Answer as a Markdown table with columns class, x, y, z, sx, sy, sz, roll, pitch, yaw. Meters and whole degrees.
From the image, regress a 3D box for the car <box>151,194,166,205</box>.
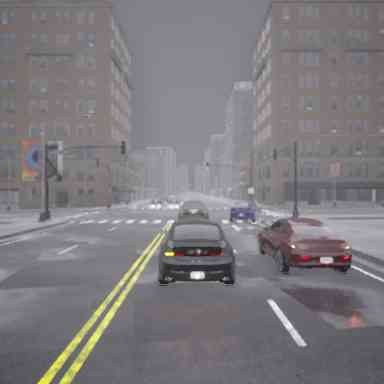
| class | x | y | z | sx | sy | sz | roll | pitch | yaw |
| --- | --- | --- | --- | --- | --- | --- | --- | --- | --- |
| car | -6.563 | 1.570 | 62.343 | 2.128 | 1.511 | 4.902 | 0 | 0 | 1 |

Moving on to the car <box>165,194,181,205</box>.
| class | x | y | z | sx | sy | sz | roll | pitch | yaw |
| --- | --- | --- | --- | --- | --- | --- | --- | --- | --- |
| car | -3.314 | 1.570 | 62.340 | 2.128 | 1.511 | 4.902 | 0 | 0 | 1 |

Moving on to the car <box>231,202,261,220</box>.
| class | x | y | z | sx | sy | sz | roll | pitch | yaw |
| --- | --- | --- | --- | --- | --- | --- | --- | --- | --- |
| car | 4.426 | 1.516 | 26.903 | 1.882 | 1.535 | 5.008 | -1 | 0 | 19 |

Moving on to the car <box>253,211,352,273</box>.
| class | x | y | z | sx | sy | sz | roll | pitch | yaw |
| --- | --- | --- | --- | --- | --- | --- | --- | --- | --- |
| car | 3.355 | 1.543 | 10.592 | 1.812 | 1.442 | 4.674 | 0 | 0 | 0 |

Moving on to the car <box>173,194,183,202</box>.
| class | x | y | z | sx | sy | sz | roll | pitch | yaw |
| --- | --- | --- | --- | --- | --- | --- | --- | --- | --- |
| car | -3.267 | 1.444 | 77.314 | 2.097 | 1.767 | 4.553 | 0 | 0 | 0 |

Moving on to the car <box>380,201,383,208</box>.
| class | x | y | z | sx | sy | sz | roll | pitch | yaw |
| --- | --- | --- | --- | --- | --- | --- | --- | --- | --- |
| car | 25.588 | 1.251 | 40.801 | 4.674 | 1.442 | 1.812 | -1 | 0 | 0 |

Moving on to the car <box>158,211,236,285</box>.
| class | x | y | z | sx | sy | sz | roll | pitch | yaw |
| --- | --- | --- | --- | --- | --- | --- | --- | --- | --- |
| car | 0.103 | 1.521 | 9.526 | 1.837 | 1.490 | 4.892 | 0 | 0 | 0 |

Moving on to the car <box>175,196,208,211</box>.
| class | x | y | z | sx | sy | sz | roll | pitch | yaw |
| --- | --- | --- | --- | --- | --- | --- | --- | --- | --- |
| car | 0.104 | 1.391 | 24.605 | 2.097 | 1.767 | 4.553 | 0 | 0 | 0 |

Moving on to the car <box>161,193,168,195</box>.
| class | x | y | z | sx | sy | sz | roll | pitch | yaw |
| --- | --- | --- | --- | --- | --- | --- | --- | --- | --- |
| car | -6.517 | 1.314 | 77.609 | 2.150 | 2.045 | 5.566 | 0 | 0 | 0 |
